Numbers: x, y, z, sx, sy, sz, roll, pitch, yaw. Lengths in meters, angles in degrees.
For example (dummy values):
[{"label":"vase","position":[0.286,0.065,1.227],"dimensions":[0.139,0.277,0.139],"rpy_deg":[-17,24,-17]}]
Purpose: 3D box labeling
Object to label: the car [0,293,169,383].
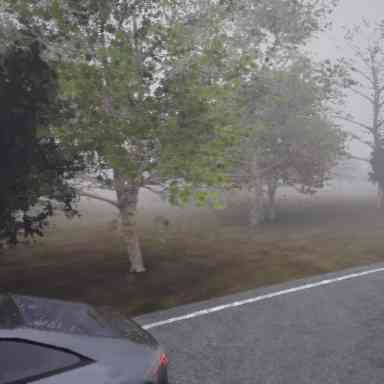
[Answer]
[{"label":"car","position":[-2.184,1.556,2.282],"dimensions":[4.181,1.385,1.994],"rpy_deg":[0,0,-35]}]
